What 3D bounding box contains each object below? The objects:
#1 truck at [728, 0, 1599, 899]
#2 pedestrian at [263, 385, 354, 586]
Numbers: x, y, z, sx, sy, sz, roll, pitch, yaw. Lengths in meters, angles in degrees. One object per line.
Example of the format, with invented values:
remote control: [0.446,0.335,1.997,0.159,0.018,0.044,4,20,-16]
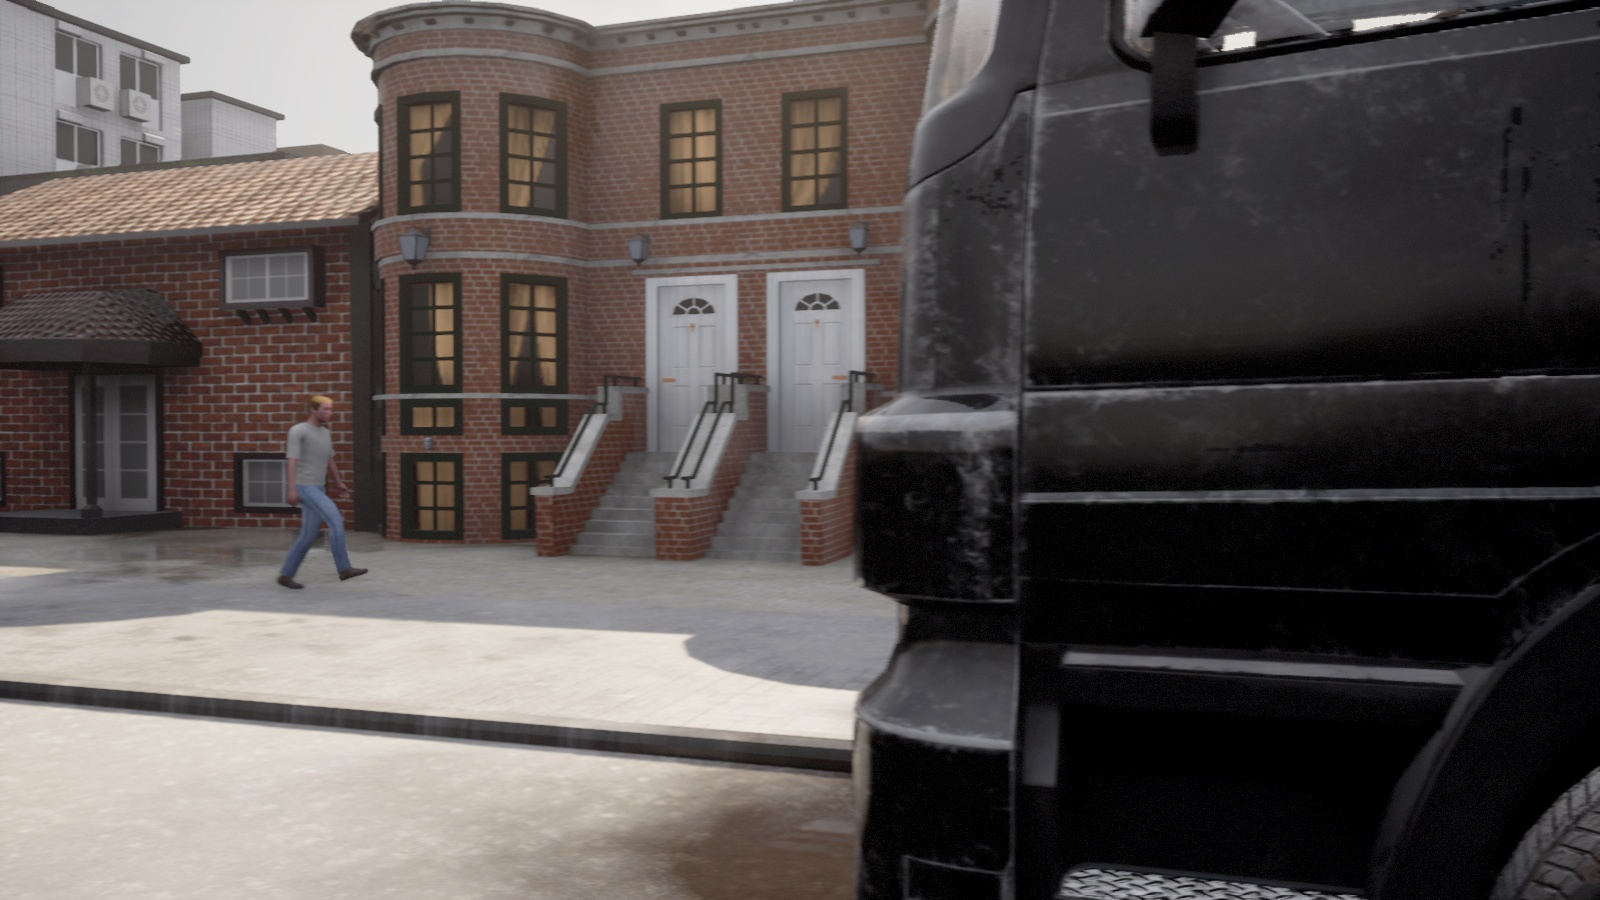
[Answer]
truck: [4.100,-0.173,2.299,7.936,3.462,2.891,1,1,19]
pedestrian: [-4.559,0.318,11.666,0.706,1.836,0.354,0,1,8]
